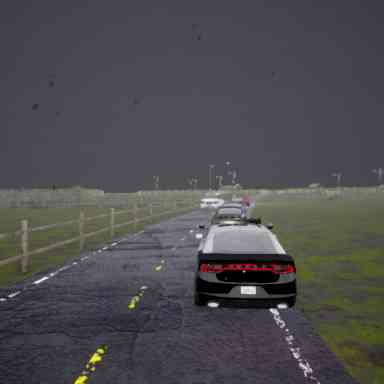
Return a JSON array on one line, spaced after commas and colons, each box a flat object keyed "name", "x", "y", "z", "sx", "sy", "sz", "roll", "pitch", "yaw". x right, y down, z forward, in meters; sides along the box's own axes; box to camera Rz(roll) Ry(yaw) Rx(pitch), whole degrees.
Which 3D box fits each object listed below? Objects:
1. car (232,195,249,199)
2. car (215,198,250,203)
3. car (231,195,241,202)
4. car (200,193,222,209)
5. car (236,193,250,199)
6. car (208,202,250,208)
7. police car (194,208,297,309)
[{"name": "car", "x": 5.658, "y": 1.438, "z": 41.184, "sx": 1.882, "sy": 1.535, "sz": 5.008, "roll": 0, "pitch": 0, "yaw": 12}, {"name": "car", "x": 2.947, "y": 1.460, "z": 23.625, "sx": 1.882, "sy": 1.535, "sz": 5.008, "roll": 0, "pitch": 0, "yaw": 10}, {"name": "car", "x": 10.091, "y": 1.438, "z": 75.959, "sx": 1.812, "sy": 1.442, "sz": 4.674, "roll": 0, "pitch": 0, "yaw": 12}, {"name": "car", "x": 2.425, "y": 1.186, "z": 39.559, "sx": 2.150, "sy": 2.045, "sz": 5.566, "roll": 0, "pitch": 0, "yaw": 12}, {"name": "car", "x": 7.755, "y": 1.168, "z": 51.290, "sx": 2.150, "sy": 2.045, "sz": 5.566, "roll": 0, "pitch": 0, "yaw": 12}, {"name": "car", "x": 2.050, "y": 1.494, "z": 17.784, "sx": 1.837, "sy": 1.490, "sz": 4.892, "roll": 0, "pitch": 0, "yaw": 8}, {"name": "police car", "x": 1.098, "y": 1.423, "z": 8.093, "sx": 1.930, "sy": 1.638, "sz": 5.238, "roll": 0, "pitch": 0, "yaw": 4}]
